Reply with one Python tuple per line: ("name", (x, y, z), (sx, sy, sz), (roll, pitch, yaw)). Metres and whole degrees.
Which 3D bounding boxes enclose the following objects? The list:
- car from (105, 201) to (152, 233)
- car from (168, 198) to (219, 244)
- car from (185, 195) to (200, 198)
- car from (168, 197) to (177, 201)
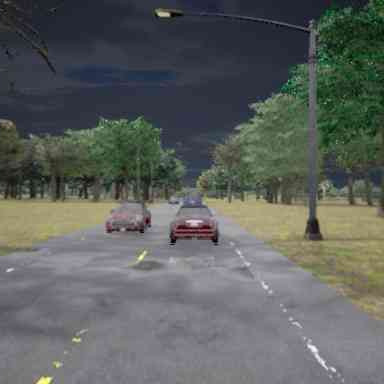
("car", (-3.605, 1.379, 19.579), (2.097, 1.767, 4.553), (0, 0, 0))
("car", (0.095, 1.369, 15.957), (2.097, 1.767, 4.553), (0, 0, 0))
("car", (0.088, 1.328, 38.512), (2.150, 2.045, 5.566), (0, 0, 0))
("car", (-3.520, 1.753, 64.655), (1.882, 1.535, 5.008), (0, 0, 0))
